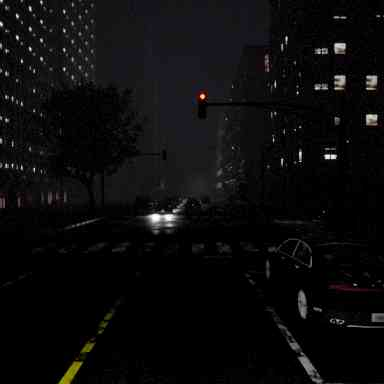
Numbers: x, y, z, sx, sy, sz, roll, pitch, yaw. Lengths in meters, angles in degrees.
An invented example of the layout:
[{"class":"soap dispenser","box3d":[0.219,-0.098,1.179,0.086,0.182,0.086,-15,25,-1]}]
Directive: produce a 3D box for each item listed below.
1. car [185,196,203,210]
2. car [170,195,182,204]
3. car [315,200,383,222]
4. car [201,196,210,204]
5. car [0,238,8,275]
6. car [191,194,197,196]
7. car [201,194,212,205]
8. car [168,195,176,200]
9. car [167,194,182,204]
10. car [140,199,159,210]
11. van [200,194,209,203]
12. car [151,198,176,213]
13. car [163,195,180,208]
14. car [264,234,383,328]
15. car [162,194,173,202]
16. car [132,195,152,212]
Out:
[{"class":"car","box3d":[0.106,1.590,44.004,1.994,1.385,4.181,0,0,0]},{"class":"car","box3d":[-3.049,1.402,65.160,2.097,1.767,4.553,0,0,0]},{"class":"car","box3d":[11.380,1.429,23.859,4.718,1.301,1.895,-1,0,3]},{"class":"car","box3d":[2.682,1.578,67.084,1.752,1.417,4.829,0,0,0]},{"class":"car","box3d":[-5.692,1.545,6.911,1.887,1.381,4.507,0,0,0]},{"class":"car","box3d":[0.049,1.657,70.943,1.895,1.301,4.718,0,0,0]},{"class":"car","box3d":[2.683,1.611,61.391,1.947,1.339,4.313,0,0,0]},{"class":"car","box3d":[-5.702,1.654,94.528,2.008,1.369,4.403,0,0,0]},{"class":"car","box3d":[-3.091,1.563,55.442,1.812,1.442,4.674,0,0,0]},{"class":"car","box3d":[-5.697,1.592,44.822,1.947,1.339,4.313,0,0,0]},{"class":"van","box3d":[2.681,1.402,72.438,1.690,1.788,3.998,0,0,0]},{"class":"car","box3d":[-3.093,1.620,37.150,1.895,1.301,4.718,0,0,-1]},{"class":"car","box3d":[-3.104,1.554,46.263,1.812,1.442,4.674,0,0,0]},{"class":"car","box3d":[2.688,1.551,6.912,2.008,1.369,4.403,0,0,0]},{"class":"car","box3d":[-5.700,1.386,77.959,2.192,1.841,5.009,0,0,0]},{"class":"car","box3d":[-5.696,1.336,39.299,2.192,1.841,5.009,0,0,0]}]
